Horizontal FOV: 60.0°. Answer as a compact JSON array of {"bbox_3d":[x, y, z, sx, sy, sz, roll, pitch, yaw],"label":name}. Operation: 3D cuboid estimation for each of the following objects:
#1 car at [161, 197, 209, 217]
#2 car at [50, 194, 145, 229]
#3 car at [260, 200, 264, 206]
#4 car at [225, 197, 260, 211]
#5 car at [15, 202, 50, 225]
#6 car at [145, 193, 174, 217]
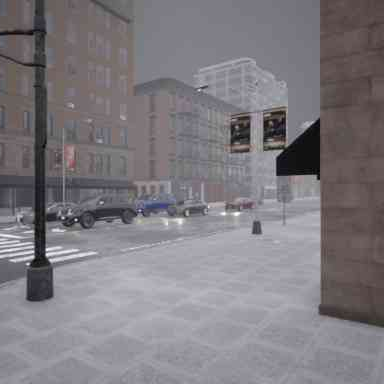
[{"bbox_3d":[-0.280,1.402,29.962,1.837,1.490,4.892,0,0,35],"label":"car"},{"bbox_3d":[-6.014,1.160,21.868,2.150,2.045,5.566,0,0,35],"label":"car"},{"bbox_3d":[8.509,1.420,47.888,1.895,1.301,4.718,0,0,36],"label":"car"},{"bbox_3d":[5.565,1.331,38.191,1.882,1.535,5.008,0,0,35],"label":"car"},{"bbox_3d":[-9.398,1.441,22.714,2.128,1.511,4.902,0,0,35],"label":"car"},{"bbox_3d":[-3.702,1.130,30.750,2.150,2.045,5.566,0,0,35],"label":"car"}]
